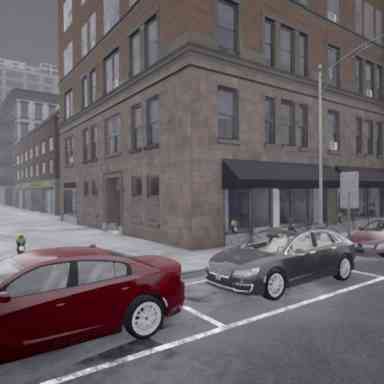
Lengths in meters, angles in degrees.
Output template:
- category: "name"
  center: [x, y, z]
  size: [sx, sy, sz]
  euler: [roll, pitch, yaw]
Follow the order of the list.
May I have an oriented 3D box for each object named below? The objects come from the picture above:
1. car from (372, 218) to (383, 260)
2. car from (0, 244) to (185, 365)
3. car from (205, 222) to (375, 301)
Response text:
- category: "car"
  center: [6.858, 1.577, 11.458]
  size: [4.206, 1.307, 1.802]
  euler: [0, -1, -36]
- category: "car"
  center: [-2.221, 1.544, 4.958]
  size: [4.507, 1.381, 1.887]
  euler: [0, -1, -36]
- category: "car"
  center: [2.319, 1.547, 8.208]
  size: [4.403, 1.369, 2.008]
  euler: [0, -1, -36]
